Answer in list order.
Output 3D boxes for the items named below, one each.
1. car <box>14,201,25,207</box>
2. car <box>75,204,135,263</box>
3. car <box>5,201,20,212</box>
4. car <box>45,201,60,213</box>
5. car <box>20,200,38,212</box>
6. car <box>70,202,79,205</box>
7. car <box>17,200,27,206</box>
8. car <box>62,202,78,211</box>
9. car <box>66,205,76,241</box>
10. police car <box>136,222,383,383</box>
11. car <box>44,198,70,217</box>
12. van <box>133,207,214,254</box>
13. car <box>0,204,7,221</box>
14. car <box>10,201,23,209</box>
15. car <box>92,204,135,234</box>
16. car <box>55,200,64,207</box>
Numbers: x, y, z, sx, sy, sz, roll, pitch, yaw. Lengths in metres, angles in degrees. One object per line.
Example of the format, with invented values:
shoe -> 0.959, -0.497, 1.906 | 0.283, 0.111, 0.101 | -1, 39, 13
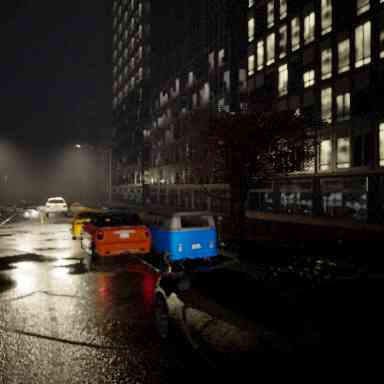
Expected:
car -> -38.800, 2.707, 74.869 | 1.802, 1.307, 4.206 | -1, 0, -25
car -> -3.147, 1.508, 13.099 | 2.097, 1.767, 4.553 | 0, -1, -25
car -> -27.056, 2.182, 49.319 | 1.967, 1.590, 4.097 | -1, 0, -25
car -> -20.688, 2.159, 49.124 | 1.882, 1.535, 5.008 | 0, -1, -25
car -> -25.511, 2.252, 52.433 | 2.128, 1.511, 4.902 | 0, -1, -25
car -> -14.813, 2.087, 42.755 | 1.752, 1.417, 4.829 | -2, 0, -25
car -> -43.500, 2.831, 85.090 | 2.008, 1.369, 4.403 | -1, 0, -25
car -> -19.439, 2.275, 52.820 | 1.947, 1.339, 4.313 | -2, 0, -25
car -> -5.795, 1.713, 18.553 | 1.882, 1.535, 5.008 | 0, -1, -22
police car -> 0.983, 1.456, 4.142 | 1.930, 1.638, 5.238 | 0, -1, -25
car -> -15.705, 1.747, 38.349 | 2.150, 2.045, 5.566 | 0, 0, -24
van -> -0.649, 1.463, 11.939 | 1.690, 1.788, 3.998 | -1, 0, -25
car -> -17.655, 1.995, 28.878 | 2.008, 1.369, 4.403 | -1, 0, -25
car -> -34.102, 2.515, 64.650 | 1.887, 1.381, 4.507 | -1, 0, -25
car -> -5.346, 1.706, 22.159 | 1.967, 1.590, 4.097 | -1, 0, -25
car -> -31.259, 2.620, 78.525 | 1.752, 1.417, 4.829 | -2, 0, -25
